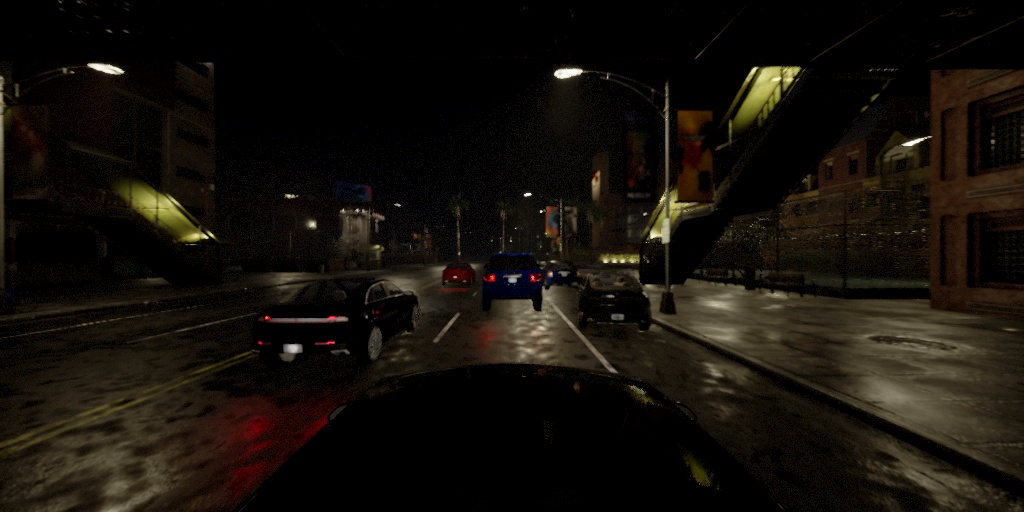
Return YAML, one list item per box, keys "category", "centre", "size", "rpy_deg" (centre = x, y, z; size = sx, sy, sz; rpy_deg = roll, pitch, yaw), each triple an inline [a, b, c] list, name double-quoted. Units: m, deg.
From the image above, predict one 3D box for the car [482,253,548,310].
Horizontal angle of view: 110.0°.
- category: "car"
  centre: [-0.009, 0.935, 14.607]
  size: [2.150, 2.045, 5.566]
  rpy_deg: [0, -1, -1]

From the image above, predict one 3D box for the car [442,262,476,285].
- category: "car"
  centre: [-3.648, 1.173, 25.171]
  size: [1.882, 1.535, 5.008]
  rpy_deg: [0, 0, -1]

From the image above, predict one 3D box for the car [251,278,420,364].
- category: "car"
  centre: [-3.443, 1.226, 8.024]
  size: [2.128, 1.511, 4.902]
  rpy_deg: [0, 0, -1]
